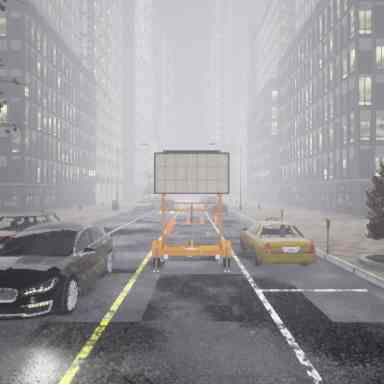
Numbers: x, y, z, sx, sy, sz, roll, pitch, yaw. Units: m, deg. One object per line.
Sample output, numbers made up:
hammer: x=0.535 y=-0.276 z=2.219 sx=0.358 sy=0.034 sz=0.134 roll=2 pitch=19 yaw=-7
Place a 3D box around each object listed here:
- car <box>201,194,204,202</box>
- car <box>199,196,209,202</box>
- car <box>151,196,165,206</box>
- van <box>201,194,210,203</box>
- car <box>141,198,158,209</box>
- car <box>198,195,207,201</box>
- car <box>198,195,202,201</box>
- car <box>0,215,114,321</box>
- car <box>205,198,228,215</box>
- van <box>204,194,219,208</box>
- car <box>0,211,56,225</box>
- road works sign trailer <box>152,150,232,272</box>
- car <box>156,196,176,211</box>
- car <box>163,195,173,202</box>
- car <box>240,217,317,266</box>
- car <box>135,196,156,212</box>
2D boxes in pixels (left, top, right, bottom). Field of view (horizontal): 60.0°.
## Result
car: x=2.658 y=1.428 z=45.305 sx=1.967 sy=1.590 sz=4.097 roll=0 pitch=0 yaw=0
car: x=2.641 y=1.516 z=73.765 sx=1.887 sy=1.381 sz=4.507 roll=0 pitch=0 yaw=0
car: x=-5.730 y=1.423 z=56.698 sx=1.967 sy=1.590 sz=4.097 roll=0 pitch=0 yaw=0
van: x=2.644 y=1.317 z=68.073 sx=1.690 sy=1.788 sz=3.998 roll=0 pitch=0 yaw=0
car: x=-5.722 y=1.570 z=45.314 sx=1.802 sy=1.307 sz=4.206 roll=0 pitch=0 yaw=0
car: x=2.634 y=1.513 z=85.150 sx=2.008 sy=1.369 sz=4.403 roll=0 pitch=0 yaw=0
car: x=2.648 y=1.561 z=62.380 sx=1.802 sy=1.307 sz=4.206 roll=0 pitch=0 yaw=0
car: x=-3.105 y=1.504 z=7.589 sx=1.837 sy=1.490 sz=4.892 roll=0 pitch=0 yaw=0
car: x=2.665 y=1.558 z=33.919 sx=1.947 sy=1.339 sz=4.313 roll=0 pitch=0 yaw=0
van: x=2.661 y=1.331 z=39.612 sx=1.690 sy=1.788 sz=3.998 roll=0 pitch=0 yaw=0
car: x=-5.702 y=1.438 z=11.162 sx=1.967 sy=1.590 sz=4.097 roll=0 pitch=0 yaw=0
road works sign trailer: x=-0.008 y=0.463 z=10.729 sx=2.380 sy=3.560 sz=2.880 roll=0 pitch=0 yaw=0
car: x=-3.026 y=1.536 z=41.554 sx=2.033 sy=1.411 sz=5.357 roll=0 pitch=0 yaw=0
car: x=-5.743 y=1.533 z=79.465 sx=1.947 sy=1.339 sz=4.313 roll=0 pitch=0 yaw=0
car: x=2.679 y=1.524 z=11.322 sx=1.752 sy=1.417 sz=4.829 roll=0 pitch=0 yaw=0
car: x=-5.719 y=1.515 z=39.452 sx=1.752 sy=1.417 sz=4.829 roll=0 pitch=0 yaw=0
